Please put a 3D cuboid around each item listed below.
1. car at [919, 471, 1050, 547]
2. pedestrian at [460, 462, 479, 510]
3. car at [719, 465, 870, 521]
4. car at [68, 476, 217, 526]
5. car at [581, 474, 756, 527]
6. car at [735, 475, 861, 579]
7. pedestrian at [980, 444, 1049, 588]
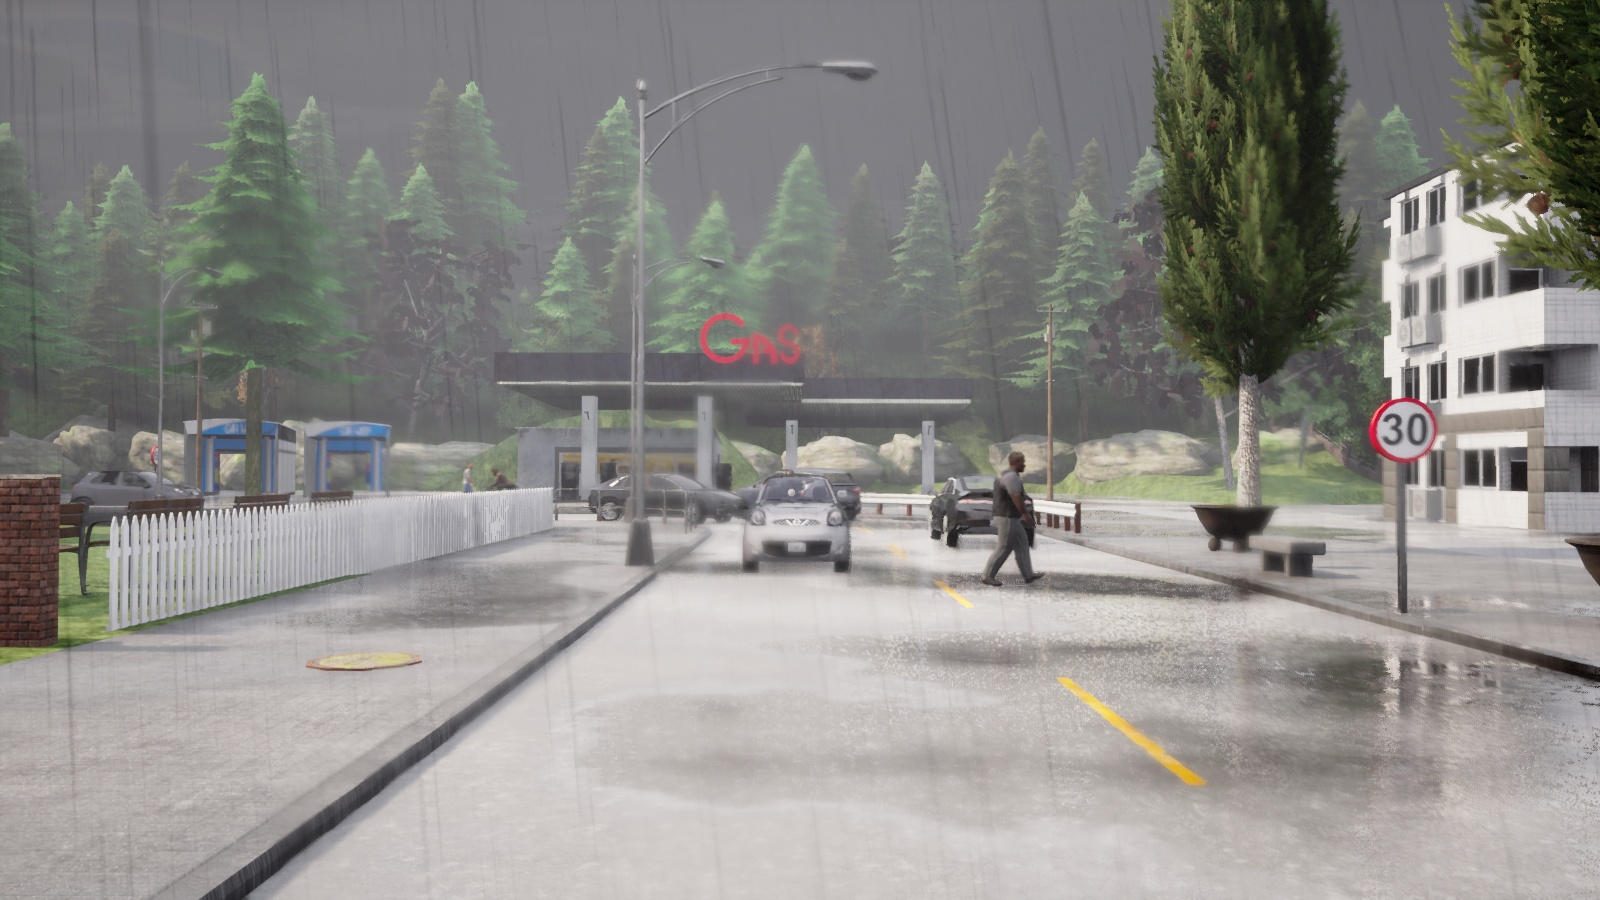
[{"bbox_3d":[3.934,1.218,27.633,2.128,1.511,4.902,0,-1,0],"label":"car"},{"bbox_3d":[-12.719,1.385,48.358,0.706,1.836,0.354,0,-1,-14],"label":"pedestrian"},{"bbox_3d":[-0.229,1.327,39.690,2.242,1.667,4.611,1,-1,-43],"label":"car"},{"bbox_3d":[-20.255,1.559,38.793,3.633,1.501,1.845,0,-1,0],"label":"car"},{"bbox_3d":[-3.912,1.460,37.277,4.892,1.490,1.837,0,-1,25],"label":"car"},{"bbox_3d":[-0.037,1.168,20.189,1.845,1.501,3.633,0,-1,0],"label":"car"},{"bbox_3d":[2.851,0.873,16.726,0.849,1.883,0.563,0,-1,4],"label":"pedestrian"}]
